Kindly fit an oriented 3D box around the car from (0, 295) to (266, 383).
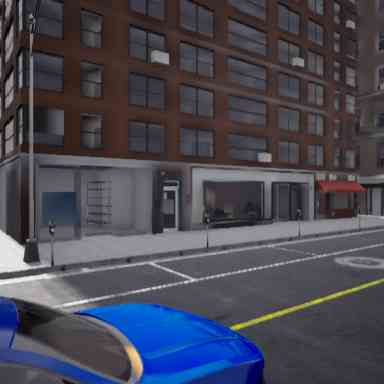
[{"bbox_3d":[-1.633,1.471,2.116,5.008,1.535,1.882,0,0,-35],"label":"car"}]
